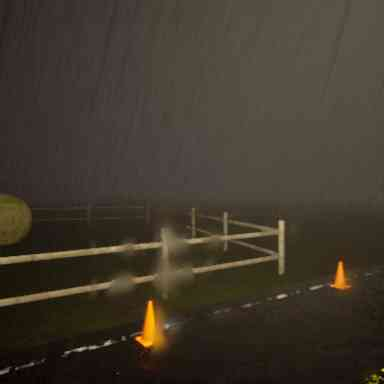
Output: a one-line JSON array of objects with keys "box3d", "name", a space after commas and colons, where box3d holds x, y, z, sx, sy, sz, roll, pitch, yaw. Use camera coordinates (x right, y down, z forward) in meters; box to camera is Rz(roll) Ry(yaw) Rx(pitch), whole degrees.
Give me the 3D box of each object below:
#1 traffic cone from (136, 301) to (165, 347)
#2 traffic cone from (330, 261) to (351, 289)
[{"box3d": [-0.631, 1.948, 5.037, 0.340, 0.580, 0.340, 0, 0, -35], "name": "traffic cone"}, {"box3d": [3.525, 1.946, 7.887, 0.340, 0.580, 0.340, 0, 0, -34], "name": "traffic cone"}]
